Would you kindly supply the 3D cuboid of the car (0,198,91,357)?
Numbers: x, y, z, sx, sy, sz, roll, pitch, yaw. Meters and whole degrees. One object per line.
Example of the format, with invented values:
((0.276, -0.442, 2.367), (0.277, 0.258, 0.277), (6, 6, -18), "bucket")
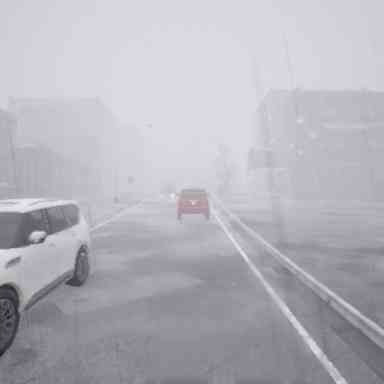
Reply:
((-3.600, 1.182, 6.210), (2.150, 2.045, 5.566), (0, 1, 0), "car")

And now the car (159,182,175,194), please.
((-3.578, -0.667, 48.845), (2.097, 1.767, 4.553), (0, 4, 0), "car")

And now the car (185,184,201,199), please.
((0.096, -0.133, 42.413), (1.882, 1.535, 5.008), (0, 4, 0), "car")

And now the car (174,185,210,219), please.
((0.098, 0.690, 23.795), (2.150, 2.045, 5.566), (0, 3, 0), "car")
